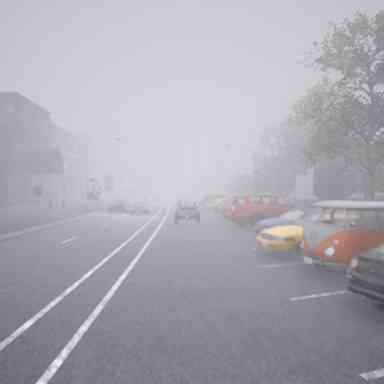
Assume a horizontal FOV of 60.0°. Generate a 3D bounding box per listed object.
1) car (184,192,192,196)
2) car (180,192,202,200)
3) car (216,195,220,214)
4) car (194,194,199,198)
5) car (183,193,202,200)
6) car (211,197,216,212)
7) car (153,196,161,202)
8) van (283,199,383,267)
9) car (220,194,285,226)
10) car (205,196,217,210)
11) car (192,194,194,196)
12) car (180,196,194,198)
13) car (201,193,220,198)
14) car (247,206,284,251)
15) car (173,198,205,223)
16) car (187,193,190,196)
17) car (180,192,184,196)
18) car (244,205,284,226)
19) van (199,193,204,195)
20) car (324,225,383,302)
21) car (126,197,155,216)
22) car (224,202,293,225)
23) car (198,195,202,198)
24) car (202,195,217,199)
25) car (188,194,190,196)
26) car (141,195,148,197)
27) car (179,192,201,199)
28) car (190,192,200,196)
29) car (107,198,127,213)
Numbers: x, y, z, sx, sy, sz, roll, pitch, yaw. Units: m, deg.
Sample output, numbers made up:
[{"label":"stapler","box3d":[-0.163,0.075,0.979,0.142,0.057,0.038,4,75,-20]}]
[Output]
[{"label":"car","box3d":[1.767,1.314,71.890,5.566,2.045,2.435,1,0,-26]},{"label":"car","box3d":[-0.241,1.060,89.584,5.566,2.045,2.435,0,2,-27]},{"label":"car","box3d":[4.742,1.347,27.403,4.553,1.767,2.185,1,0,-22]},{"label":"car","box3d":[3.279,1.531,54.103,5.008,1.535,2.097,1,0,-24]},{"label":"car","box3d":[0.165,1.250,86.669,4.553,1.767,2.185,0,2,-27]},{"label":"car","box3d":[4.663,1.477,30.376,4.892,1.521,2.231,1,0,-23]},{"label":"car","box3d":[-7.935,1.491,73.321,1.994,1.385,4.181,0,0,-6]},{"label":"van","box3d":[5.133,1.248,9.547,4.442,1.987,1.878,1,0,-21]},{"label":"car","box3d":[5.004,1.219,21.487,5.566,2.045,2.435,1,0,-22]},{"label":"car","box3d":[4.349,1.513,36.303,4.792,1.488,2.163,1,0,-23]},{"label":"car","box3d":[3.036,1.540,57.072,5.008,1.535,2.097,1,-1,-25]},{"label":"car","box3d":[-1.228,1.565,42.880,2.033,1.411,5.357,0,0,-3]},{"label":"car","box3d":[4.025,1.370,42.243,4.553,1.767,2.185,1,0,-23]},{"label":"car","box3d":[5.017,1.467,12.494,5.366,1.575,1.946,1,0,-21]},{"label":"car","box3d":[-0.398,1.479,25.314,2.128,1.511,4.902,0,0,-2]},{"label":"car","box3d":[2.033,1.573,68.911,4.892,1.521,2.231,1,0,-26]},{"label":"car","box3d":[0.793,1.231,80.729,5.566,2.045,2.435,0,1,-26]},{"label":"car","box3d":[5.132,1.511,15.532,4.674,1.452,2.002,1,0,-21]},{"label":"van","box3d":[3.795,1.287,48.234,4.442,1.987,1.878,1,-1,-24]},{"label":"car","box3d":[5.272,1.518,6.623,4.674,1.452,2.002,1,0,-21]},{"label":"car","box3d":[-5.068,1.529,33.156,1.812,1.442,4.674,0,0,-3]},{"label":"car","box3d":[4.883,1.511,24.439,4.674,1.452,2.002,1,0,-22]},{"label":"car","box3d":[3.886,1.503,45.212,5.008,1.535,2.097,1,0,-24]},{"label":"car","box3d":[4.217,1.489,39.284,5.008,1.535,2.097,1,0,-23]},{"label":"car","box3d":[2.292,1.569,65.953,5.008,1.535,2.097,1,0,-25]},{"label":"car","box3d":[-11.144,1.451,77.106,1.994,1.385,4.181,0,1,-6]},{"label":"car","box3d":[-0.561,0.995,92.569,5.566,2.045,2.435,0,1,-27]},{"label":"car","box3d":[2.587,1.435,63.001,4.553,1.767,2.185,1,0,-25]},{"label":"car","box3d":[-8.047,1.491,36.775,1.882,1.535,5.008,0,0,-3]}]
